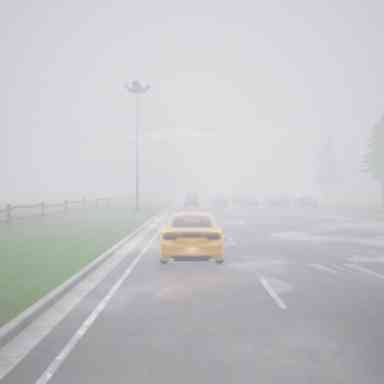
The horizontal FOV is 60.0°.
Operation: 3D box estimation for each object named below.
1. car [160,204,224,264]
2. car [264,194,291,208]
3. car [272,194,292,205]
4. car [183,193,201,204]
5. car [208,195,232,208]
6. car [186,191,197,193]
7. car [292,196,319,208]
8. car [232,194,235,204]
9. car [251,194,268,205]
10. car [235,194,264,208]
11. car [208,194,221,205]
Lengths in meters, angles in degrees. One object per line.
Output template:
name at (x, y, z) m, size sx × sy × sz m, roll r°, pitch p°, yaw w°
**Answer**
car at (-0.004, 1.394, 11.469) m, size 1.882 × 1.535 × 5.008 m, roll 0°, pitch 0°, yaw 0°
car at (10.486, 1.224, 41.431) m, size 1.812 × 1.442 × 4.674 m, roll 0°, pitch 0°, yaw 0°
car at (13.983, 1.128, 51.903) m, size 1.837 × 1.490 × 4.892 m, roll 0°, pitch 1°, yaw 0°
car at (-0.014, 1.204, 41.300) m, size 1.837 × 1.490 × 4.892 m, roll 0°, pitch 0°, yaw 0°
car at (3.486, 1.259, 41.873) m, size 1.994 × 1.385 × 4.181 m, roll 0°, pitch 0°, yaw 0°
car at (-0.017, 0.845, 51.801) m, size 2.150 × 2.045 × 5.566 m, roll 0°, pitch 1°, yaw 0°
car at (13.986, 1.248, 41.165) m, size 2.033 × 1.411 × 5.357 m, roll 0°, pitch 0°, yaw 0°
car at (6.984, 1.114, 52.003) m, size 2.128 × 1.511 × 4.902 m, roll 0°, pitch 1°, yaw 0°
car at (10.484, 1.148, 51.937) m, size 1.812 × 1.442 × 4.674 m, roll 0°, pitch 1°, yaw 0°
car at (6.986, 1.247, 41.238) m, size 2.033 × 1.411 × 5.357 m, roll 0°, pitch 0°, yaw 0°
car at (3.484, 1.147, 52.016) m, size 1.812 × 1.442 × 4.674 m, roll 0°, pitch 1°, yaw 0°
